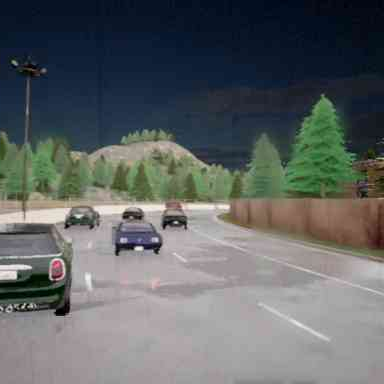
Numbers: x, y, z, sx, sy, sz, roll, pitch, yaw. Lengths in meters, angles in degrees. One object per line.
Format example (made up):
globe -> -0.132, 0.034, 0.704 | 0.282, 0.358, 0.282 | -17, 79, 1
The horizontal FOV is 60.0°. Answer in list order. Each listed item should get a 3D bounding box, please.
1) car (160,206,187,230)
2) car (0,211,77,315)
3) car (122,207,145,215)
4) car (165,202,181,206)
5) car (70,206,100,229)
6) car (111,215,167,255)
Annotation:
car -> -1.576, 2.176, 27.174 | 1.882, 1.535, 5.008 | 1, -1, -9
car -> -3.887, 1.482, 7.688 | 2.097, 1.767, 4.553 | 2, -2, -20
car -> -5.765, 2.234, 32.881 | 1.882, 1.535, 5.008 | 1, -2, -5
car -> -2.445, 2.339, 43.608 | 2.150, 2.045, 5.566 | 1, -1, 2
car -> -8.496, 1.869, 26.138 | 2.097, 1.767, 4.553 | 2, -2, -9
car -> -2.664, 1.954, 15.089 | 1.895, 1.301, 4.718 | 2, -2, -16
